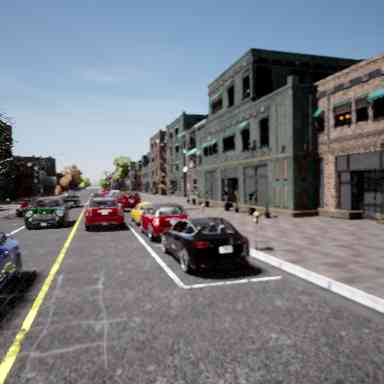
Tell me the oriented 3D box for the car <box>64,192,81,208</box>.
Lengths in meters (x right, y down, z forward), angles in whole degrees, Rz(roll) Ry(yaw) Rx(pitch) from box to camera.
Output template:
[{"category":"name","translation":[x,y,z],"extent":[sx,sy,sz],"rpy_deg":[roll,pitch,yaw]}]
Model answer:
[{"category":"car","translation":[-14.320,1.095,39.950],"extent":[1.837,1.490,4.892],"rpy_deg":[-1,1,-16]}]

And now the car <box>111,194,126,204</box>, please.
[{"category":"car","translation":[-10.571,0.966,47.442],"extent":[1.802,1.307,4.206],"rpy_deg":[-2,1,-16]}]

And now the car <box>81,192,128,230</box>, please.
[{"category":"car","translation":[-5.217,1.127,19.696],"extent":[2.097,1.767,4.553],"rpy_deg":[-1,1,-16]}]

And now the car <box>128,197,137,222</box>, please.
[{"category":"car","translation":[-2.886,1.241,20.964],"extent":[1.752,1.417,4.829],"rpy_deg":[-2,1,-16]}]

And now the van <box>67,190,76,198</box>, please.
[{"category":"van","translation":[-27.907,0.496,77.068],"extent":[1.690,1.788,3.998],"rpy_deg":[-2,1,-16]}]

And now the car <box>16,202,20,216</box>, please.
[{"category":"car","translation":[-13.980,1.197,29.118],"extent":[1.967,1.590,4.097],"rpy_deg":[-2,1,-16]}]

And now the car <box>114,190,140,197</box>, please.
[{"category":"car","translation":[-5.938,0.899,31.452],"extent":[2.192,1.841,5.009],"rpy_deg":[-2,1,-16]}]

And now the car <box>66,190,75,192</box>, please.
[{"category":"car","translation":[-23.260,0.907,61.088],"extent":[2.008,1.369,4.403],"rpy_deg":[-2,1,-16]}]

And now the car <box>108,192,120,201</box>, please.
[{"category":"car","translation":[-13.667,0.795,58.097],"extent":[1.887,1.381,4.507],"rpy_deg":[-2,1,-16]}]

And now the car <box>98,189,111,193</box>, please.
[{"category":"car","translation":[-11.943,0.837,42.809],"extent":[2.097,1.767,4.553],"rpy_deg":[-1,1,-16]}]

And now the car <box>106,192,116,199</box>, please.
[{"category":"car","translation":[-16.760,0.698,68.753],"extent":[1.802,1.307,4.206],"rpy_deg":[-2,1,-16]}]

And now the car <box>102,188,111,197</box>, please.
[{"category":"car","translation":[-22.055,0.134,85.906],"extent":[2.150,2.045,5.566],"rpy_deg":[-1,1,-16]}]

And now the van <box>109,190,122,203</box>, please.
[{"category":"van","translation":[-12.125,0.658,52.765],"extent":[1.690,1.788,3.998],"rpy_deg":[-2,1,-16]}]

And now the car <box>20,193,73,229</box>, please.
[{"category":"car","translation":[-8.738,1.173,20.369],"extent":[2.097,1.767,4.553],"rpy_deg":[-1,1,-16]}]

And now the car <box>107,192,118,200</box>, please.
[{"category":"car","translation":[-15.213,0.765,63.425],"extent":[1.802,1.307,4.206],"rpy_deg":[-2,1,-16]}]

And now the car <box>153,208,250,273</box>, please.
[{"category":"car","translation":[0.257,1.416,10.146],"extent":[1.947,1.339,4.313],"rpy_deg":[-2,1,-16]}]

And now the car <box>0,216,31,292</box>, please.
[{"category":"car","translation":[-4.792,1.517,6.803],"extent":[1.812,1.442,4.674],"rpy_deg":[-1,1,-16]}]

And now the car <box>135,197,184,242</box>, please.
[{"category":"car","translation":[-1.293,1.224,15.471],"extent":[1.967,1.590,4.097],"rpy_deg":[-2,1,-16]}]
